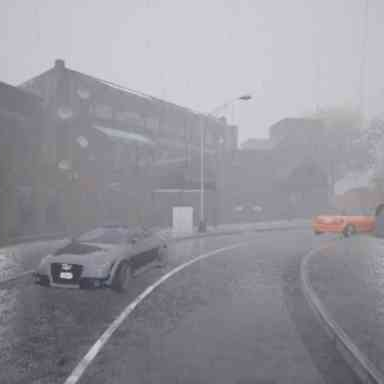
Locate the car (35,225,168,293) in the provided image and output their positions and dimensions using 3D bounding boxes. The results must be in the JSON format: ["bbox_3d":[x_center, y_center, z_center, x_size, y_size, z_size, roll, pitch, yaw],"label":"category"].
[{"bbox_3d":[-2.136,1.599,8.937,1.994,1.385,4.181,-1,-1,15],"label":"car"}]

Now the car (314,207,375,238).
[{"bbox_3d":[9.407,1.696,19.947,4.553,1.767,2.097,1,-2,-35],"label":"car"}]
